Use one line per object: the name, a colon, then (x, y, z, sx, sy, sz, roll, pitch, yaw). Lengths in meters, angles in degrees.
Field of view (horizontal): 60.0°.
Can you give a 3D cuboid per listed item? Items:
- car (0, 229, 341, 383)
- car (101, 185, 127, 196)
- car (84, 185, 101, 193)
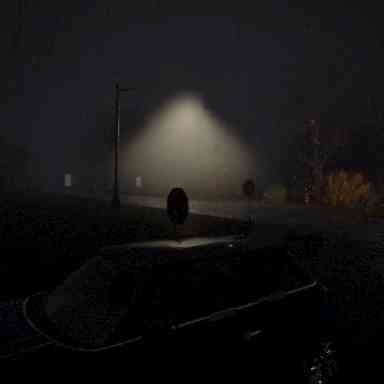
car: (-0.475, 1.361, 3.534, 4.553, 1.767, 2.097, 0, 0, -35)
car: (-11.890, -0.370, 51.646, 2.097, 1.767, 4.553, 0, 2, -36)
car: (-17.746, -0.498, 59.800, 2.033, 1.411, 5.357, 0, 2, -36)
